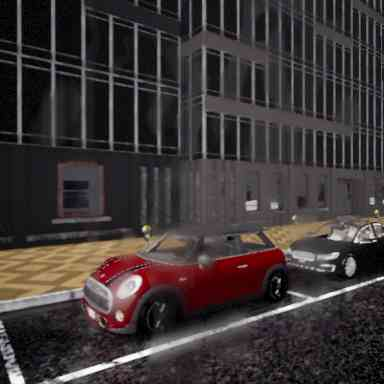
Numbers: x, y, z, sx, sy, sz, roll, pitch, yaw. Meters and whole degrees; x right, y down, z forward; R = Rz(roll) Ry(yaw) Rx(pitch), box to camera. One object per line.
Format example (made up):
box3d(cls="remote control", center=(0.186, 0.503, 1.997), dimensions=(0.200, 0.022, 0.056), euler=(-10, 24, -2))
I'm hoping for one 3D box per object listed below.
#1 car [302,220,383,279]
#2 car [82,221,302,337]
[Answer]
box3d(cls="car", center=(4.633, 1.537, 9.865), dimensions=(4.403, 1.369, 2.008), euler=(0, 0, -36))
box3d(cls="car", center=(-0.001, 1.435, 6.559), dimensions=(4.097, 1.590, 1.967), euler=(0, 0, -36))
